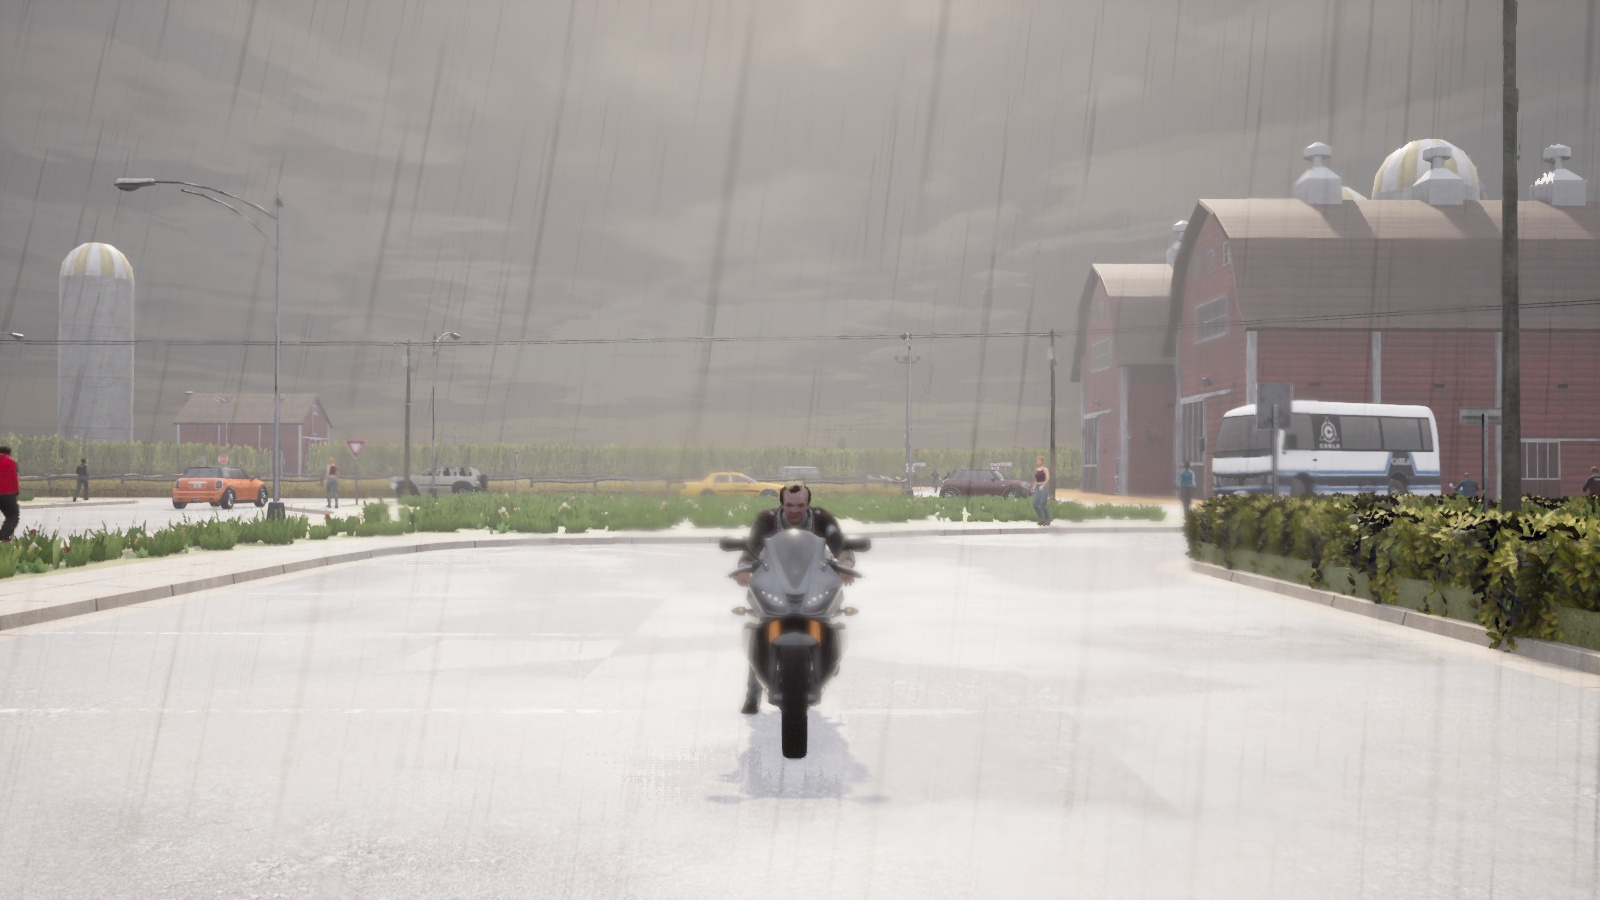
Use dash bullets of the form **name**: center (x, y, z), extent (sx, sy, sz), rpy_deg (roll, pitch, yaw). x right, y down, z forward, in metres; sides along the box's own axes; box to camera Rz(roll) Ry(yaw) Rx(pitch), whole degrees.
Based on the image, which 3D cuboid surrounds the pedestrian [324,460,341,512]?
- **pedestrian**: center (-16.778, 1.292, 45.063), extent (0.345, 1.836, 0.594), rpy_deg (1, -1, -42)

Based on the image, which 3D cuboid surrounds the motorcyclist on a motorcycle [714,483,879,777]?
- **motorcyclist on a motorcycle**: center (-0.023, 0.979, 7.742), extent (0.866, 1.530, 2.191), rpy_deg (0, -1, 0)

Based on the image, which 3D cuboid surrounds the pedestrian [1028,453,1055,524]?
- **pedestrian**: center (6.246, 0.989, 32.480), extent (0.594, 1.836, 0.345), rpy_deg (0, -1, -30)

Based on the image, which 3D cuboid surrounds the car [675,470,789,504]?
- **car**: center (-3.219, 1.778, 60.367), extent (5.366, 1.575, 1.801), rpy_deg (0, -1, 0)

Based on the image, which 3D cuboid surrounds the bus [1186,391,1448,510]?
- **bus**: center (20.334, 0.101, 49.155), extent (10.273, 4.253, 3.944), rpy_deg (0, -3, -31)

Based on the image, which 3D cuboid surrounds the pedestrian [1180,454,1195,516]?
- **pedestrian**: center (12.165, 1.082, 39.441), extent (0.396, 1.930, 0.692), rpy_deg (0, -1, 12)

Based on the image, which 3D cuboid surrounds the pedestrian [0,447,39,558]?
- **pedestrian**: center (-13.537, 0.882, 21.347), extent (0.634, 1.844, 0.899), rpy_deg (0, -1, 0)

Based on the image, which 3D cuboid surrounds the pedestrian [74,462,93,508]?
- **pedestrian**: center (-30.081, 1.474, 52.729), extent (0.402, 1.930, 0.666), rpy_deg (0, -1, 4)

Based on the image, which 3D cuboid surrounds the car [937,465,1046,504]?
- **car**: center (8.877, 1.589, 58.289), extent (4.553, 1.767, 2.097), rpy_deg (-1, -1, 26)

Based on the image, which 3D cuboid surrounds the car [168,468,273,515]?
- **car**: center (-22.878, 1.599, 49.820), extent (2.097, 1.767, 4.553), rpy_deg (0, -1, -1)

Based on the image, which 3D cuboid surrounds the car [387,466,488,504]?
- **car**: center (-18.367, 1.774, 63.823), extent (4.605, 1.855, 1.932), rpy_deg (0, -1, -2)
